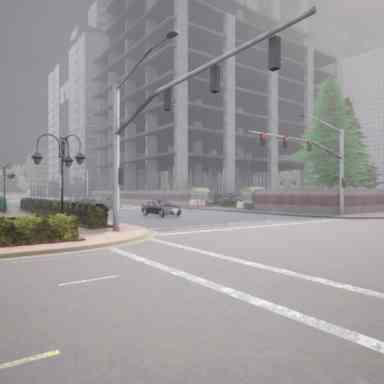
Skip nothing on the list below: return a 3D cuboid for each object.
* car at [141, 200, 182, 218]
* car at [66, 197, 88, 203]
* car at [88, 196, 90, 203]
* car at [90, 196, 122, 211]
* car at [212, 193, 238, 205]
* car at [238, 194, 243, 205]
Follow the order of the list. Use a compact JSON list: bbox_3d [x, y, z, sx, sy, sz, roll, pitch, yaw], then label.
[{"bbox_3d":[-2.819,1.435,29.815,2.128,1.511,4.902,0,0,-36],"label":"car"},{"bbox_3d":[-17.742,1.507,50.389,1.994,1.385,4.181,0,0,-36],"label":"car"},{"bbox_3d":[-20.713,1.543,66.671,1.895,1.301,4.718,0,0,-36],"label":"car"},{"bbox_3d":[-10.071,1.435,39.795,2.128,1.511,4.902,0,0,-36],"label":"car"},{"bbox_3d":[4.957,1.111,53.441,1.905,1.878,3.866,0,0,-36],"label":"car"},{"bbox_3d":[7.345,1.110,55.157,1.905,1.878,3.866,0,0,-36],"label":"car"}]
